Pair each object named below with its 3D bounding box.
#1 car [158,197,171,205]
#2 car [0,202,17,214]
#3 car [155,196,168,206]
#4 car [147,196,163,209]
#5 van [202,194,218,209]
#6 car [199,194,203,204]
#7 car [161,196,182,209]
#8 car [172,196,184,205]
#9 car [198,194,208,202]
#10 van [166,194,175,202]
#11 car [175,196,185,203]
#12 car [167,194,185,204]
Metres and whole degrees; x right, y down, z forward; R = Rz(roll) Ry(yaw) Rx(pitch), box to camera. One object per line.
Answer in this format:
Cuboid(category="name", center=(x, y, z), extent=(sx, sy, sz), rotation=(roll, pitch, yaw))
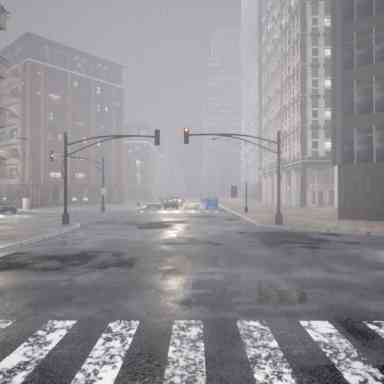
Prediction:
Cuboid(category="car", center=(-5.165, 1.649, 62.615), extent=(1.947, 1.339, 4.313), rotation=(0, 0, 0))
Cuboid(category="car", center=(-21.060, 1.789, 36.666), extent=(4.718, 1.301, 1.895), rotation=(-1, -1, 41))
Cuboid(category="car", center=(-5.178, 1.509, 57.063), extent=(1.967, 1.590, 4.097), rotation=(0, 0, 0))
Cuboid(category="car", center=(-5.204, 1.570, 45.787), extent=(1.752, 1.417, 4.829), rotation=(0, 0, 0))
Cuboid(category="van", center=(2.677, 1.386, 45.939), extent=(1.690, 1.788, 3.998), rotation=(0, 0, 0))
Cuboid(category="car", center=(2.728, 1.644, 68.148), extent=(1.887, 1.381, 4.507), rotation=(0, 0, 0))
Cuboid(category="car", center=(-2.723, 1.644, 45.086), extent=(1.895, 1.301, 4.718), rotation=(0, 0, 0))
Cuboid(category="car", center=(-2.646, 1.579, 64.052), extent=(2.128, 1.511, 4.902), rotation=(0, 0, 1))
Cuboid(category="car", center=(2.766, 1.466, 84.807), extent=(2.192, 1.841, 5.009), rotation=(0, 0, 0))
Cuboid(category="van", center=(-5.126, 1.473, 79.271), extent=(1.690, 1.788, 3.998), rotation=(0, 0, 0))
Cuboid(category="car", center=(-2.576, 1.668, 73.934), extent=(1.994, 1.385, 4.181), rotation=(0, 0, 0))
Cuboid(category="car", center=(-2.696, 1.414, 54.212), extent=(2.097, 1.767, 4.553), rotation=(0, 0, 1))
